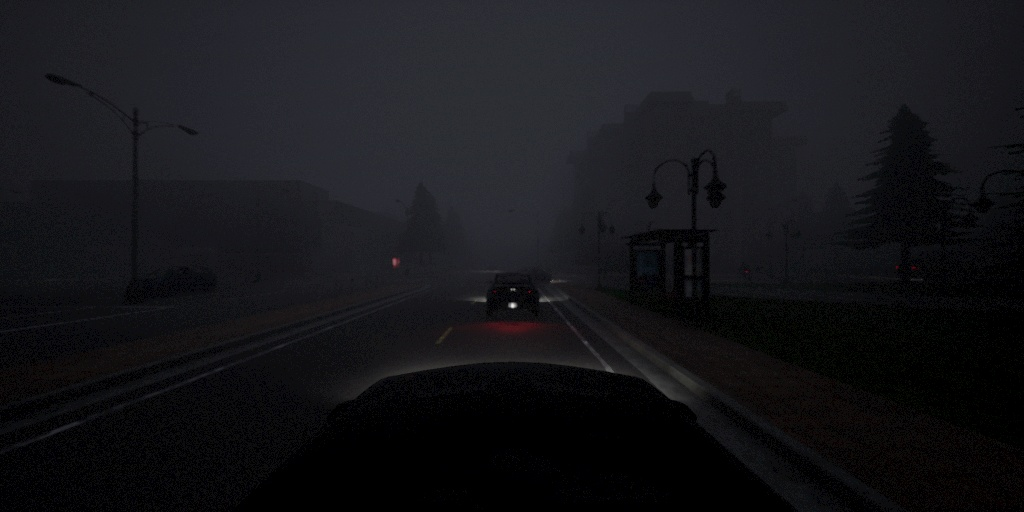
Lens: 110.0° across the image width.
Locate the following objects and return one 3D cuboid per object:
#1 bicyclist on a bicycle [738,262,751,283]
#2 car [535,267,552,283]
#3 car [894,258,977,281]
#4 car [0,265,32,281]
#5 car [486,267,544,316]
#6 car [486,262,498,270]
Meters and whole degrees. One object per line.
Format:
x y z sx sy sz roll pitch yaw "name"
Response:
18.284 1.261 28.210 0.582 1.620 1.656 0 -1 1 "bicyclist on a bicycle"
1.645 1.546 29.002 1.994 1.385 4.181 -1 -1 28 "car"
37.560 1.214 31.903 5.566 2.045 2.150 0 0 1 "car"
-47.028 1.504 32.691 4.892 1.490 1.837 0 0 1 "car"
0.043 1.359 13.930 1.837 1.490 4.892 0 -1 0 "car"
-3.536 1.746 62.617 1.882 1.535 5.008 0 0 0 "car"
